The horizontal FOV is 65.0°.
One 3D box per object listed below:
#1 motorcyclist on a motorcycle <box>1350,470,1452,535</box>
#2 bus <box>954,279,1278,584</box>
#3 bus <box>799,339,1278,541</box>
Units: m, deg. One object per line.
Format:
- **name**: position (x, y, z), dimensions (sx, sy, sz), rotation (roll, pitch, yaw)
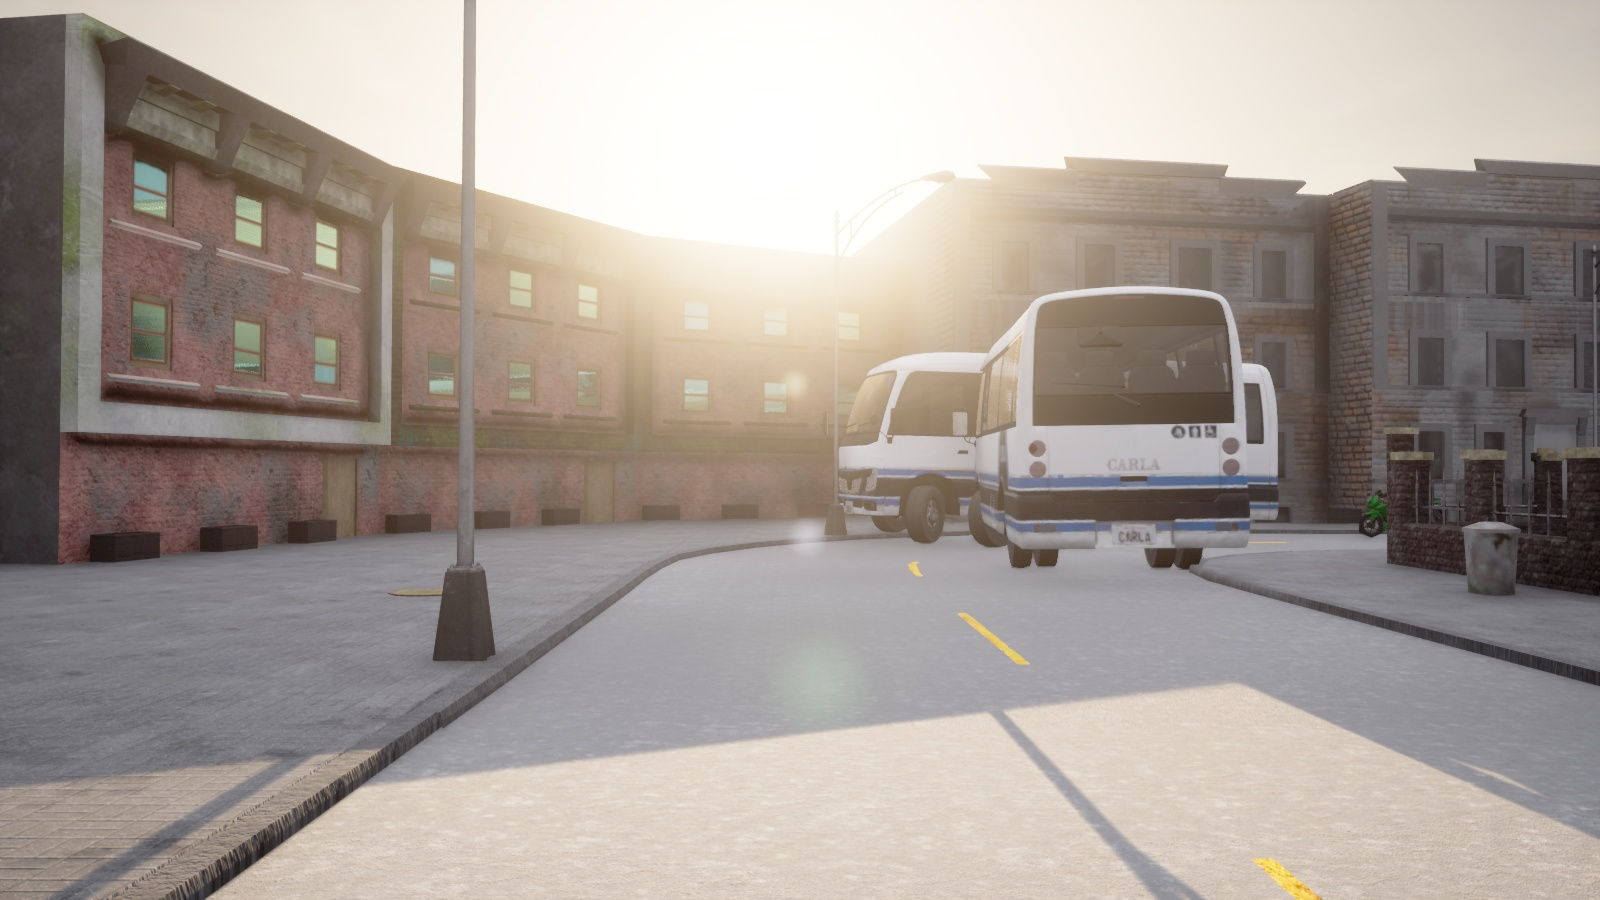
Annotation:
- **motorcyclist on a motorcycle**: position (14.416, 1.244, 30.164), dimensions (2.044, 1.523, 0.797), rotation (0, -1, 0)
- **bus**: position (5.105, -0.198, 22.983), dimensions (3.944, 4.253, 10.273), rotation (-1, -1, 4)
- **bus**: position (5.421, -0.112, 29.426), dimensions (10.273, 4.253, 3.944), rotation (1, -1, -12)
